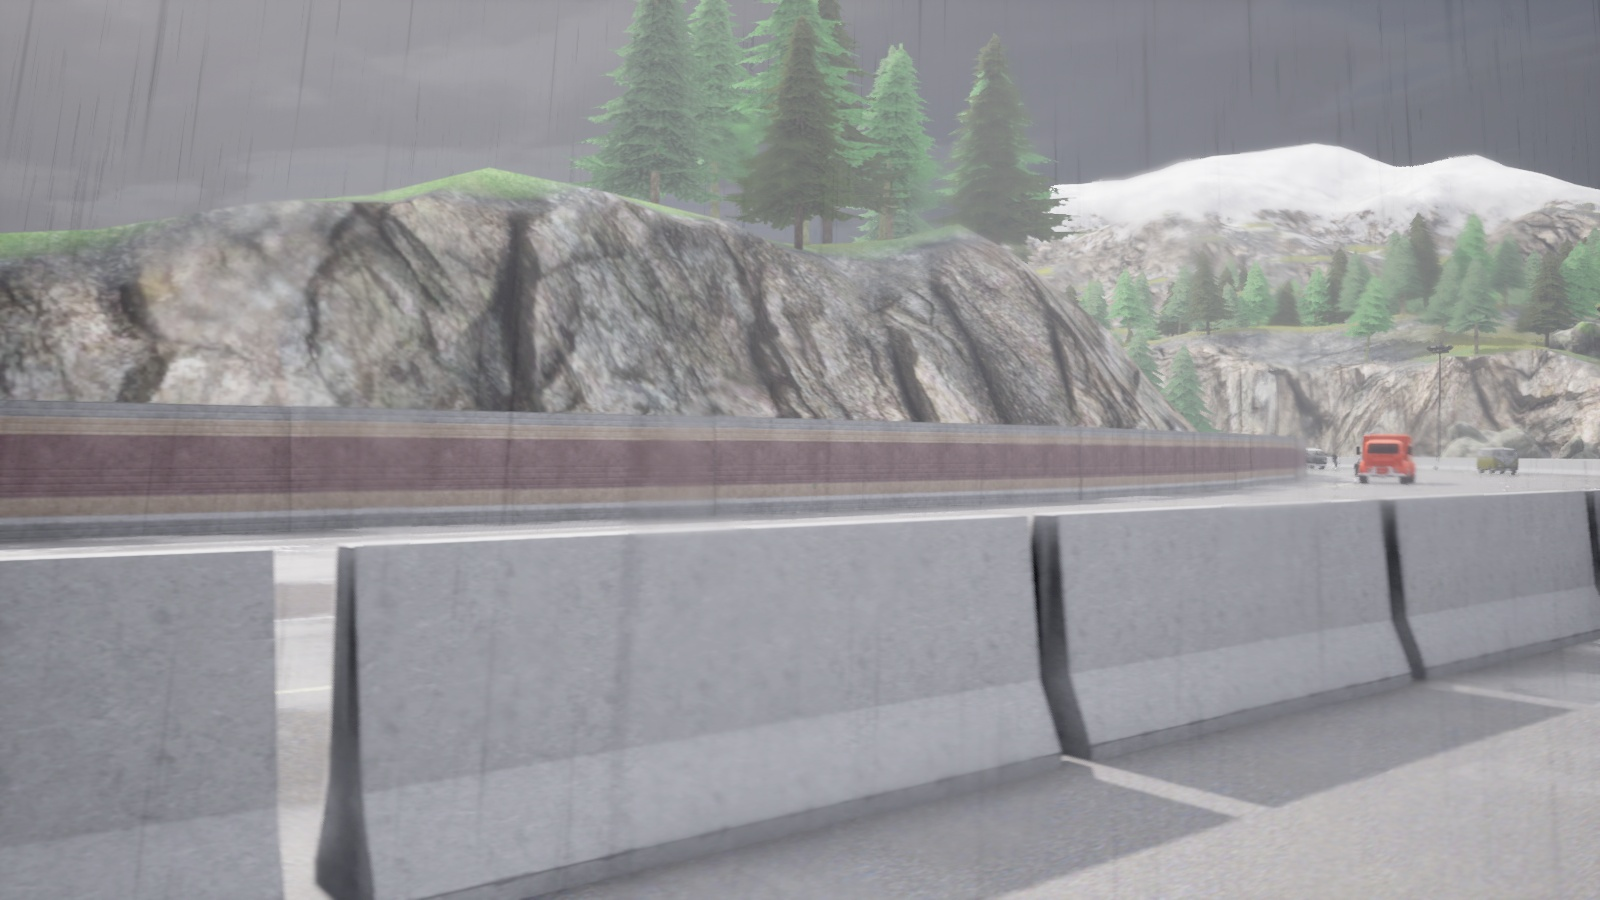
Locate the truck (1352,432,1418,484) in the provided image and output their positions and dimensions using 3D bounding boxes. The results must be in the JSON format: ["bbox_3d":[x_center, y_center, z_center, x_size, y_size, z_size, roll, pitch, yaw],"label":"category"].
[{"bbox_3d":[29.159,0.355,62.501,2.627,2.467,5.204,0,0,28],"label":"truck"}]
